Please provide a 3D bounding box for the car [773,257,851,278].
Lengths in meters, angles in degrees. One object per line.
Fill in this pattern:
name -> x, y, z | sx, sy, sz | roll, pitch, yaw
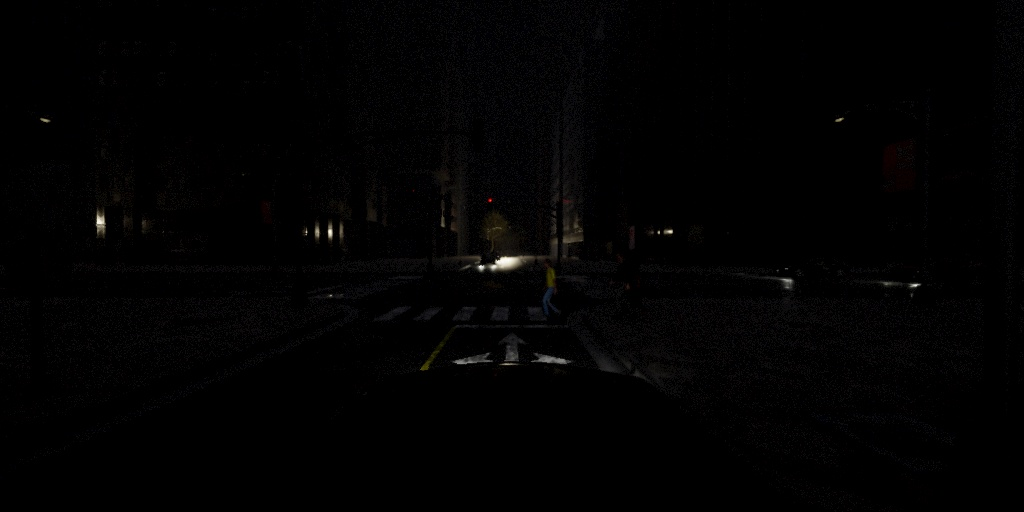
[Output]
car -> 22.002, 0.827, 26.423 | 4.892, 1.490, 1.837 | 0, 1, 0

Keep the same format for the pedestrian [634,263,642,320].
pedestrian -> 3.271, 0.744, 9.916 | 0.375, 1.860, 0.375 | 0, 1, 0

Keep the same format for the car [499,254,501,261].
car -> -3.114, -0.011, 63.709 | 2.097, 1.767, 4.553 | 0, 1, 0

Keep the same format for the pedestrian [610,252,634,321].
pedestrian -> 2.858, 0.754, 9.317 | 0.375, 1.860, 0.375 | 0, 1, 0

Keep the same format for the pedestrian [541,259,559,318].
pedestrian -> 1.100, 0.885, 10.520 | 0.375, 1.860, 0.375 | 0, 1, 0

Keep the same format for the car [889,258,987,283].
car -> 27.442, 0.872, 23.153 | 5.008, 1.535, 1.882 | 0, 1, 0

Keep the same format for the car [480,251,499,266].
car -> -3.123, 0.410, 47.203 | 1.882, 1.535, 5.008 | 0, 1, 0
